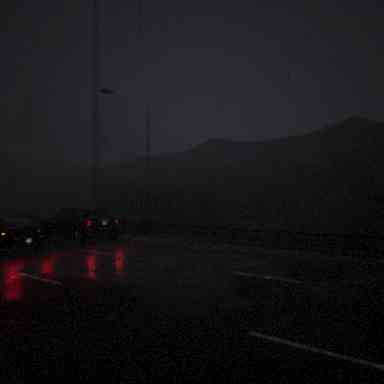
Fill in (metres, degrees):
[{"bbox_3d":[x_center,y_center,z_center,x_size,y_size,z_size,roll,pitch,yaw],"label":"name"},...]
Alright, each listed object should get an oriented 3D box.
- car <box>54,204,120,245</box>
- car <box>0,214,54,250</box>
[{"bbox_3d":[-5.768,1.482,16.592,4.553,1.767,2.097,-1,-1,36],"label":"car"},{"bbox_3d":[-8.034,1.661,13.913,4.674,1.442,1.812,0,0,36],"label":"car"}]
